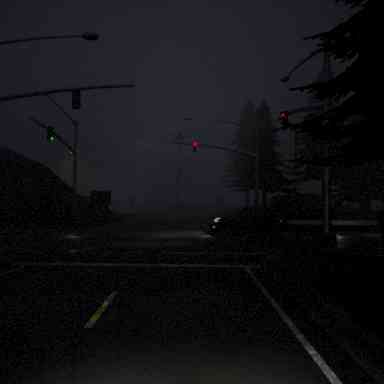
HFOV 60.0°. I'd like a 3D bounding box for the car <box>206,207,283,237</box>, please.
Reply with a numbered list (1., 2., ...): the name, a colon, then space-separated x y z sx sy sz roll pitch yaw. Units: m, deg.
1. car: 3.208 1.733 20.647 4.553 1.767 2.097 2 -1 -9
